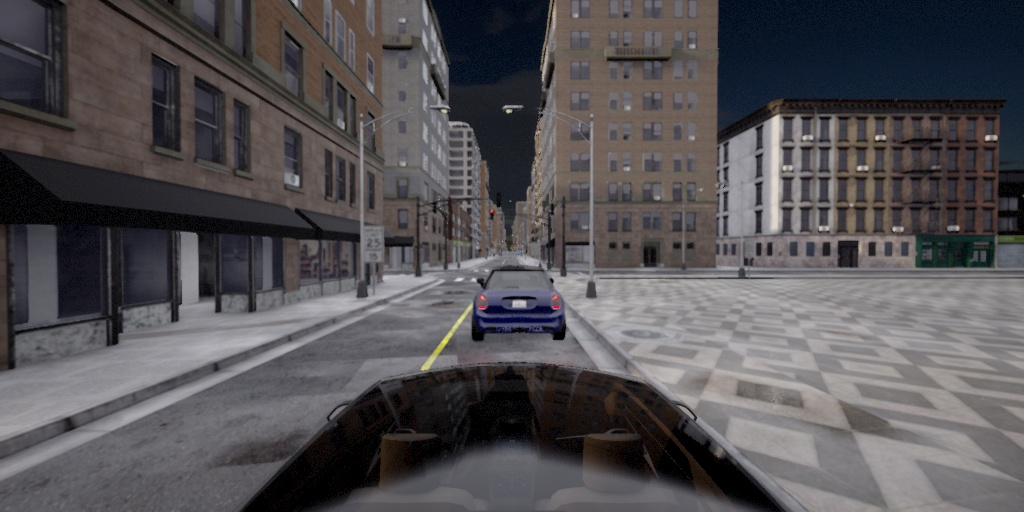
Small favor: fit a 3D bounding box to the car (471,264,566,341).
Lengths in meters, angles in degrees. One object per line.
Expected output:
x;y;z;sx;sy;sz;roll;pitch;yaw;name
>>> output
0.100;1.003;9.714;2.097;1.767;4.553;0;1;-1;car
